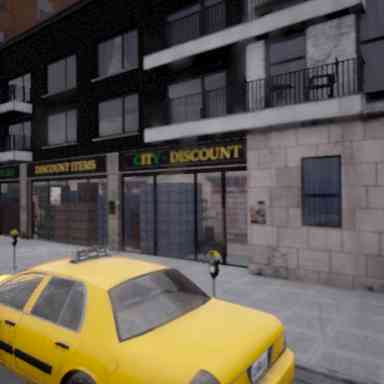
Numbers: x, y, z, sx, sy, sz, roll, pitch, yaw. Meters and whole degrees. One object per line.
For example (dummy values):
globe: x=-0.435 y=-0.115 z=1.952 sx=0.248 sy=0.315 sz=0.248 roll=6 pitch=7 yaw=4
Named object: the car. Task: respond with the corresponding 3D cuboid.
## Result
car: x=-1.506 y=1.499 z=4.355 sx=5.366 sy=1.575 sz=1.801 roll=-1 pitch=0 yaw=35
